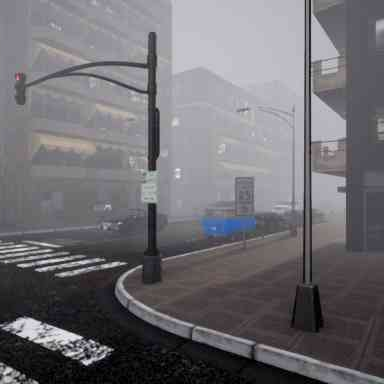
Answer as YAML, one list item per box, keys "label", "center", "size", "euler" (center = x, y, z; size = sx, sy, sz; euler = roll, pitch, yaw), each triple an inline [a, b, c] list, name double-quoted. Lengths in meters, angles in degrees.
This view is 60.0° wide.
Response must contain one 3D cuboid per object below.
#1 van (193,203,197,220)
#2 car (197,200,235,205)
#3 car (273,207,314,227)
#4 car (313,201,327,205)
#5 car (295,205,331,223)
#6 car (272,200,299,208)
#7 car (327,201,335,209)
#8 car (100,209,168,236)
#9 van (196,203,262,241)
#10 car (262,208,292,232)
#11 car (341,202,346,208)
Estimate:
- label: "van"
  center: [1.653, 1.903, 32.731]
  size: [1.690, 1.788, 3.998]
  euler: [-1, -2, 35]
- label: "car"
  center: [3.183, 1.769, 30.381]
  size: [2.150, 2.045, 5.566]
  euler: [0, -1, 35]
- label: "car"
  center: [8.485, 2.158, 27.929]
  size: [1.802, 1.307, 4.206]
  euler: [-1, -2, 35]
- label: "car"
  center: [24.131, 2.889, 64.320]
  size: [1.802, 1.307, 4.206]
  euler: [-1, -2, 35]
- label: "car"
  center: [11.697, 2.233, 32.443]
  size: [2.008, 1.369, 4.403]
  euler: [-1, -2, 35]
- label: "car"
  center: [12.234, 2.067, 43.041]
  size: [2.150, 2.045, 5.566]
  euler: [0, -1, 36]
- label: "car"
  center: [27.342, 2.728, 68.840]
  size: [2.192, 1.841, 5.009]
  euler: [-1, -2, 35]
- label: "car"
  center: [-3.520, 1.815, 20.963]
  size: [2.128, 1.511, 4.902]
  euler: [0, -1, 35]
- label: "van"
  center: [2.200, 1.704, 18.809]
  size: [1.690, 1.788, 3.998]
  euler: [-1, -2, 35]
- label: "car"
  center: [5.275, 2.035, 23.416]
  size: [1.947, 1.339, 4.313]
  euler: [-1, -2, 35]
- label: "car"
  center: [40.091, 3.376, 86.754]
  size: [1.752, 1.417, 4.829]
  euler: [-1, -2, 35]
